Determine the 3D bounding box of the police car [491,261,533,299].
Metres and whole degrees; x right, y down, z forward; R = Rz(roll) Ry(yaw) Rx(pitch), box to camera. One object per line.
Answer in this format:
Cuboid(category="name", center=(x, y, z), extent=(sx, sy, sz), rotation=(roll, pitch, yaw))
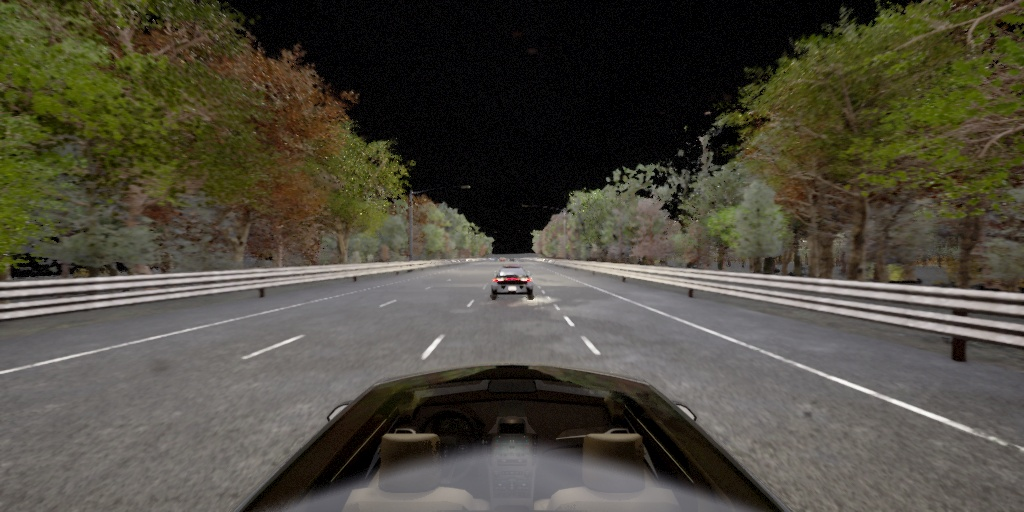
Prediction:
Cuboid(category="police car", center=(0.012, 1.236, 18.172), extent=(2.038, 1.542, 4.974), rotation=(0, 0, 0))
